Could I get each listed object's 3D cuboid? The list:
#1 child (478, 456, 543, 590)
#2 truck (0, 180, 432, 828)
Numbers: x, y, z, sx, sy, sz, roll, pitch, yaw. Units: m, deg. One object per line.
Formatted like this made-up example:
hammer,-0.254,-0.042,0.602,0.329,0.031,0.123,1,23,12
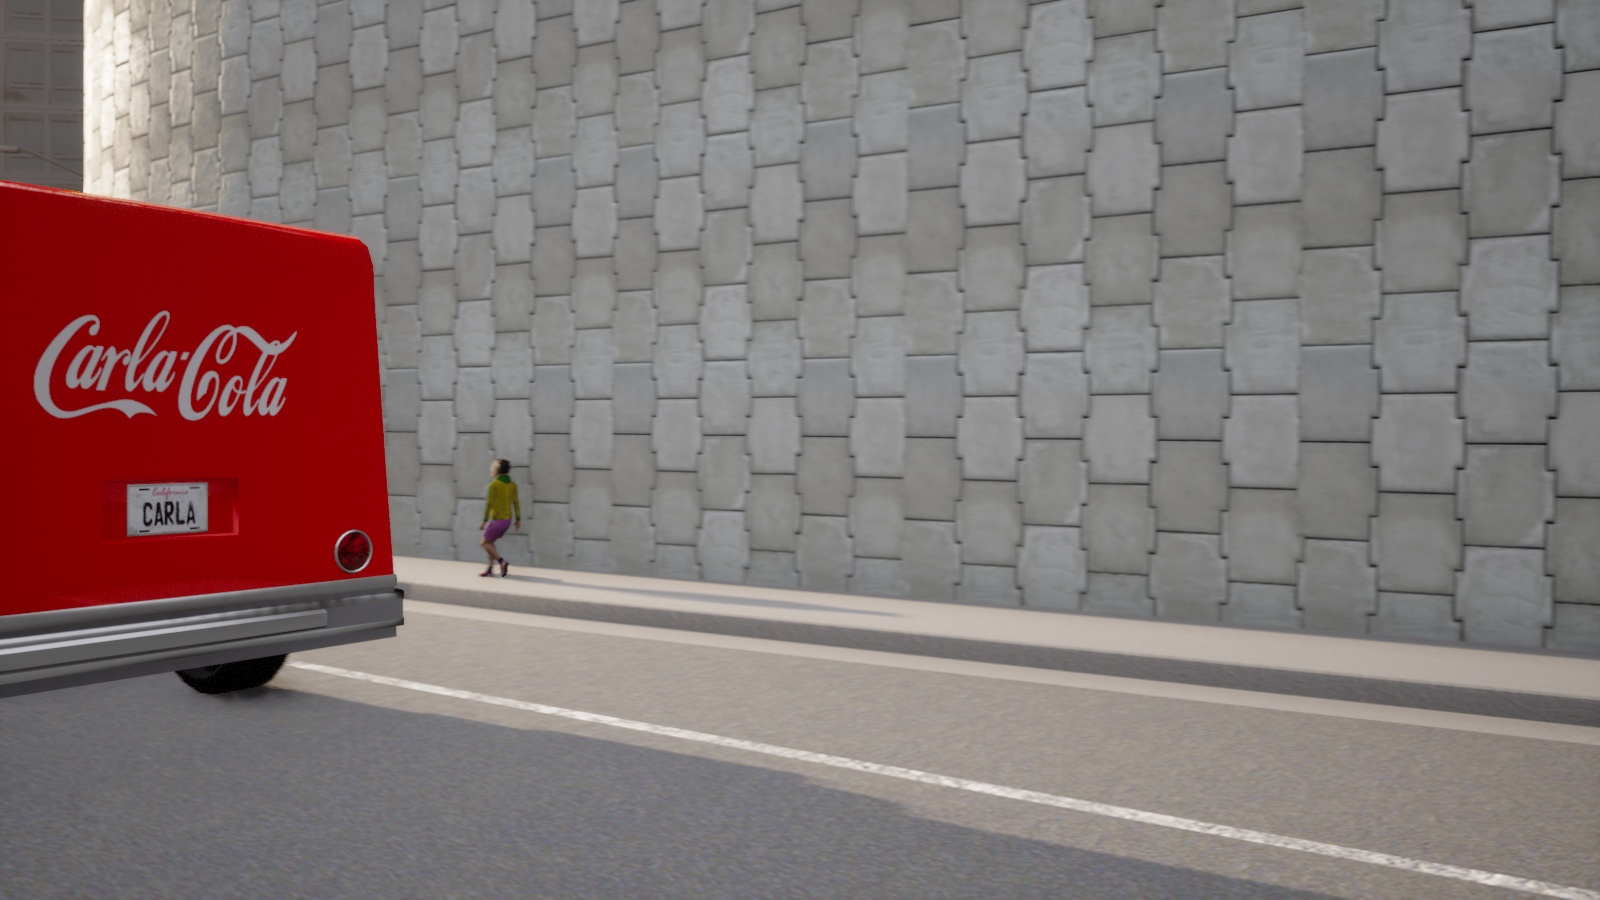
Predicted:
child,-2.575,0.637,11.159,0.473,1.160,0.299,0,1,30
truck,-4.803,0.195,6.833,5.204,2.467,2.627,0,1,34
